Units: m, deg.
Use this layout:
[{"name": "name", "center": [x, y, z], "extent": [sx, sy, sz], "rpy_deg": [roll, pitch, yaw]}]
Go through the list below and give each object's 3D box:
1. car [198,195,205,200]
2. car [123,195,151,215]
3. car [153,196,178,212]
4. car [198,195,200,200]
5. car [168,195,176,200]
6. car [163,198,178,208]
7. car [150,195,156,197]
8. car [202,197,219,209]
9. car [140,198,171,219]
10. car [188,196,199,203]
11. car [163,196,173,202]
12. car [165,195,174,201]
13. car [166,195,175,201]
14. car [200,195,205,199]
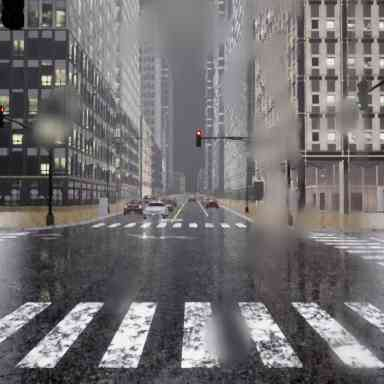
[{"name": "car", "center": [2.686, 1.583, 95.151], "extent": [1.887, 1.381, 4.507], "rpy_deg": [1, 0, 0]}, {"name": "car", "center": [-5.680, 1.453, 33.741], "extent": [1.967, 1.590, 4.097], "rpy_deg": [1, 0, 0]}, {"name": "car", "center": [-3.107, 1.562, 38.878], "extent": [2.033, 1.411, 5.357], "rpy_deg": [0, 0, 0]}, {"name": "car", "center": [2.692, 1.590, 61.687], "extent": [1.947, 1.339, 4.313], "rpy_deg": [1, 0, 0]}, {"name": "car", "center": [-5.694, 1.605, 95.068], "extent": [1.947, 1.339, 4.313], "rpy_deg": [1, 0, 0]}, {"name": "car", "center": [-3.102, 1.620, 49.171], "extent": [1.895, 1.301, 4.718], "rpy_deg": [0, 0, 0]}, {"name": "car", "center": [-5.680, 1.332, 44.891], "extent": [2.192, 1.841, 5.009], "rpy_deg": [1, 0, 0]}, {"name": "car", "center": [2.695, 1.599, 44.955], "extent": [1.802, 1.307, 4.206], "rpy_deg": [1, 0, 0]}, {"name": "car", "center": [-3.110, 1.537, 29.214], "extent": [1.812, 1.442, 4.674], "rpy_deg": [0, 0, 0]}, {"name": "car", "center": [0.070, 1.573, 70.456], "extent": [2.033, 1.411, 5.357], "rpy_deg": [0, 0, 0]}, {"name": "car", "center": [-5.691, 1.582, 78.342], "extent": [2.008, 1.369, 4.403], "rpy_deg": [1, 0, 0]}, {"name": "car", "center": [-5.692, 1.578, 83.917], "extent": [1.887, 1.381, 4.507], "rpy_deg": [1, 0, 0]}, {"name": "car", "center": [-5.693, 1.587, 89.492], "extent": [2.008, 1.369, 4.403], "rpy_deg": [1, 0, 0]}, {"name": "car", "center": [2.695, 1.547, 56.280], "extent": [1.752, 1.417, 4.829], "rpy_deg": [1, 0, 0]}]
